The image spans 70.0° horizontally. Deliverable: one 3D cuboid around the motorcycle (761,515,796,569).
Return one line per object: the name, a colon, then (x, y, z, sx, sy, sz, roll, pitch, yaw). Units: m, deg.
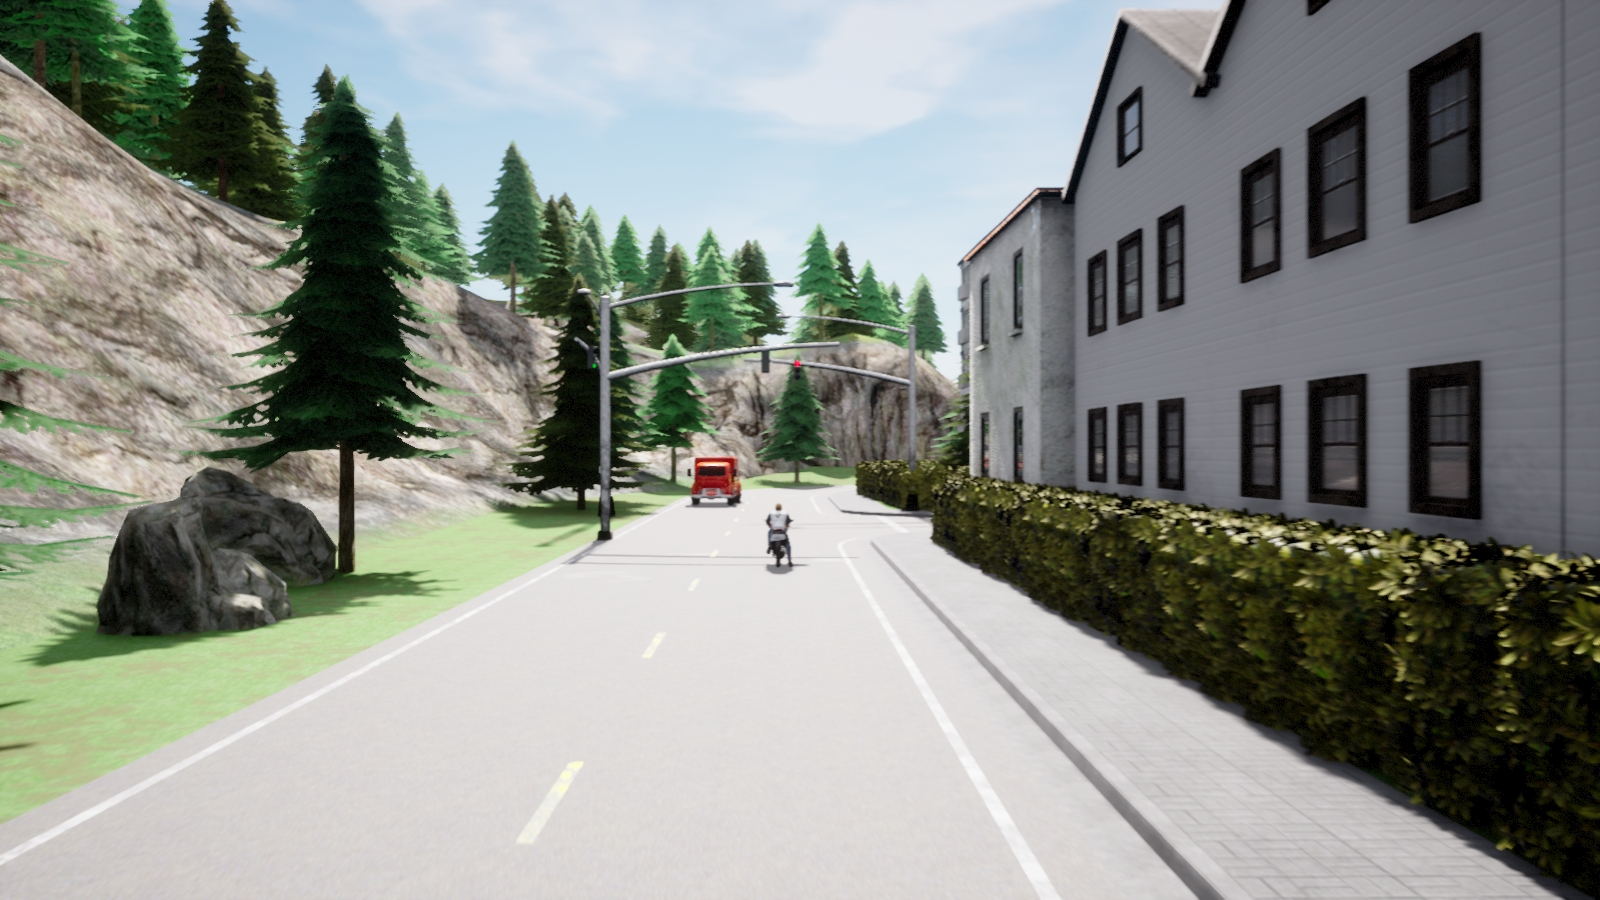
motorcycle: (-0.518, 2.195, 27.650, 0.803, 1.145, 2.033, 0, 0, -1)

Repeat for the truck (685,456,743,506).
truck: (-4.405, 1.552, 59.490, 2.627, 2.467, 5.204, 0, 0, 0)
